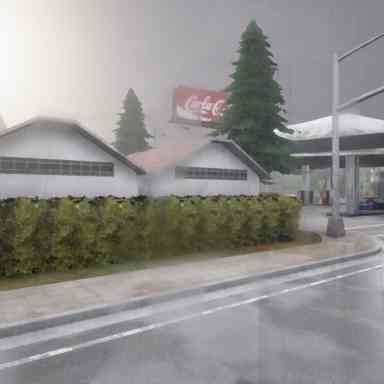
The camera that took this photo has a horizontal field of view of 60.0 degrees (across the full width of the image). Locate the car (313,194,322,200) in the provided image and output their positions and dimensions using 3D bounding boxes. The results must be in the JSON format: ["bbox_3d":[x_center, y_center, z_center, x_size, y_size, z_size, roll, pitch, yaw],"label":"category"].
[{"bbox_3d":[32.997,1.330,89.503,2.152,1.636,5.027,0,0,-36],"label":"car"}]

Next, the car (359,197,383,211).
[{"bbox_3d":[21.881,1.480,40.020,4.611,1.667,2.242,0,0,-36],"label":"car"}]
